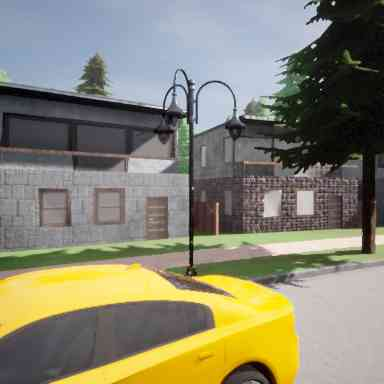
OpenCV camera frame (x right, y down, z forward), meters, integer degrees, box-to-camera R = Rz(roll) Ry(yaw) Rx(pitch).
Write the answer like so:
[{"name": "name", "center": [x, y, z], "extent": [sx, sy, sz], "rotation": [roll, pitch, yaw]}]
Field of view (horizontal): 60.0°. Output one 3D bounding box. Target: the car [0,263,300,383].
[{"name": "car", "center": [-1.257, 1.477, 2.838], "extent": [5.008, 1.535, 1.882], "rotation": [0, 0, -33]}]
